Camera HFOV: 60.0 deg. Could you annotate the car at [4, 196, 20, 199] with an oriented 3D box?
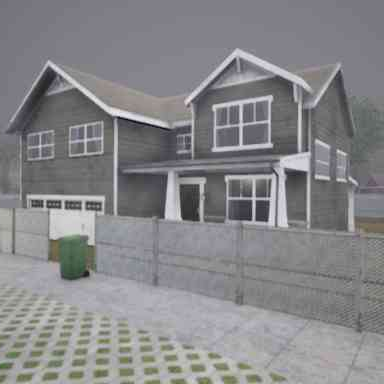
[{"bbox_3d":[-22.412,1.263,41.349,2.097,1.767,4.553,0,0,21],"label":"car"}]
